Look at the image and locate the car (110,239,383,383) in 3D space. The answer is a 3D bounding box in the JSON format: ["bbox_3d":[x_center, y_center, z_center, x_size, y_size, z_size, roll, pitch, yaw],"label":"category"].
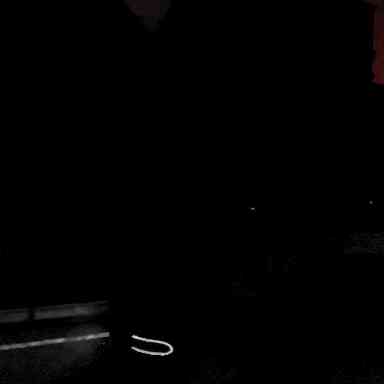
[{"bbox_3d":[1.426,1.460,4.671,5.008,1.535,1.882,0,1,-20],"label":"car"}]
